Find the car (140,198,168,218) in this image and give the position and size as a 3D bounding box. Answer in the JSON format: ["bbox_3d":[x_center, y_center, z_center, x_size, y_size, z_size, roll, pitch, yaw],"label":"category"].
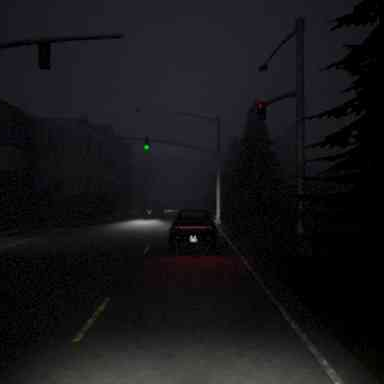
[{"bbox_3d":[-3.711,1.549,31.306,2.128,1.511,4.902,0,0,0],"label":"car"}]

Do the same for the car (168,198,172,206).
[{"bbox_3d":[-3.750,1.585,45.211,1.837,1.490,4.892,0,0,0],"label":"car"}]

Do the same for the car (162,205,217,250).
[{"bbox_3d":[0.046,1.518,14.482,2.128,1.511,4.902,0,0,0],"label":"car"}]

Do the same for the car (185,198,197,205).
[{"bbox_3d":[-0.221,1.667,57.340,1.994,1.385,4.181,0,0,0],"label":"car"}]
